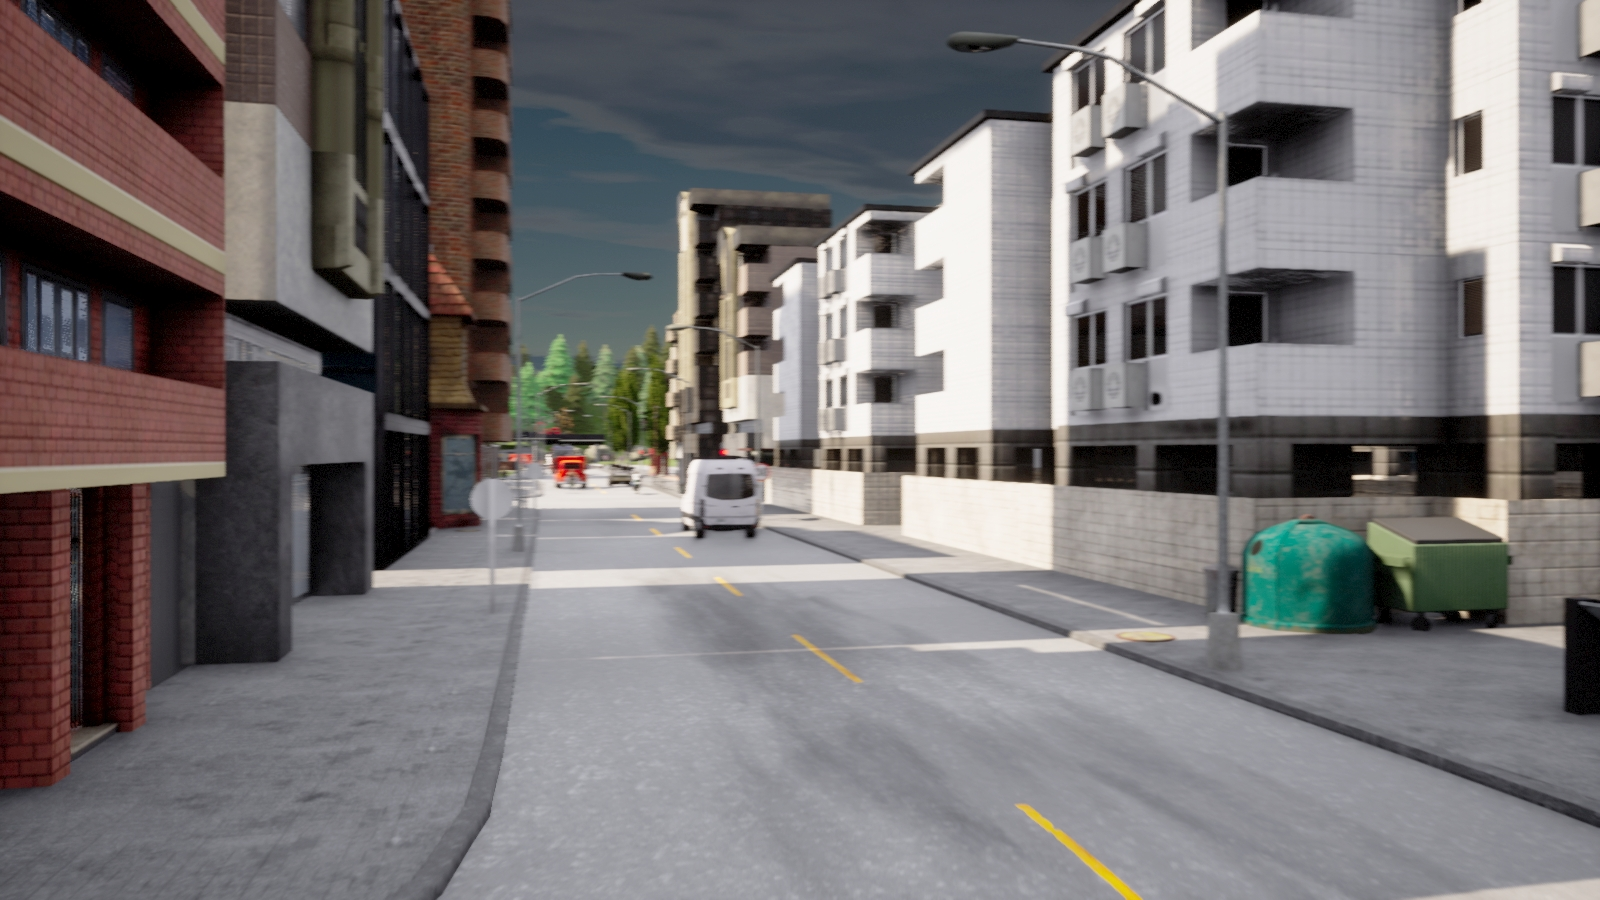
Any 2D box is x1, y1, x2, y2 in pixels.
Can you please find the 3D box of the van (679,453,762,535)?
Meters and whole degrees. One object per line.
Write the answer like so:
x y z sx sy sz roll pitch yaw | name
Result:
-2.818 1.379 38.996 1.988 2.561 5.915 0 0 -12 | van
